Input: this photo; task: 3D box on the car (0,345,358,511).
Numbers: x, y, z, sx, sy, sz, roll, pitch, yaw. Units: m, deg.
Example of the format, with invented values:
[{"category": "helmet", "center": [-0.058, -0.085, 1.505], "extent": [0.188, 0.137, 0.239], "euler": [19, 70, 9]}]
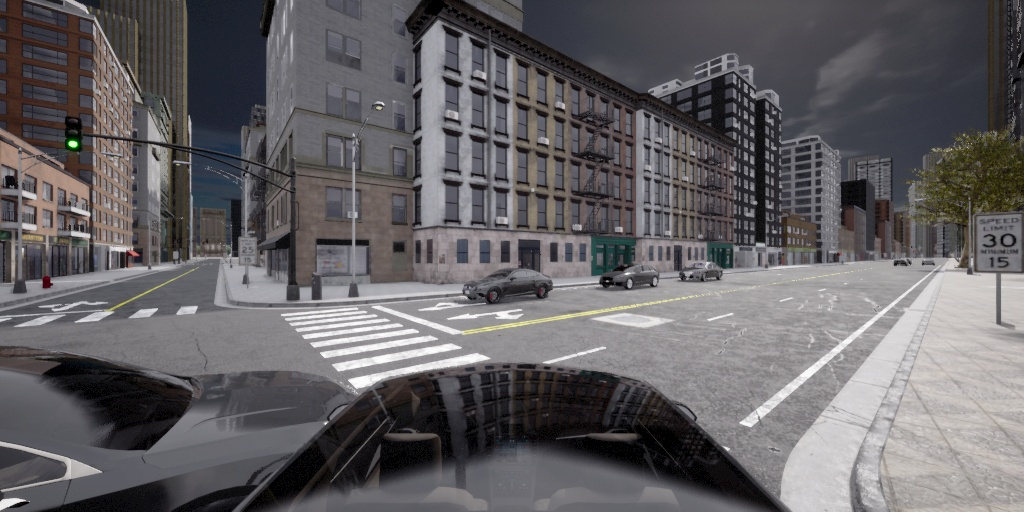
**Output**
[{"category": "car", "center": [-3.227, 1.257, 1.739], "extent": [4.892, 1.490, 1.837], "euler": [0, 0, -35]}]

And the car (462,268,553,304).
[{"category": "car", "center": [-0.087, 1.286, 16.720], "extent": [4.674, 1.442, 1.812], "euler": [0, 0, -39]}]

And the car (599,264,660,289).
[{"category": "car", "center": [7.586, 1.258, 22.968], "extent": [4.892, 1.490, 1.837], "euler": [0, 0, -39]}]

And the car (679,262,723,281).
[{"category": "car", "center": [15.576, 1.236, 29.462], "extent": [4.902, 1.511, 2.128], "euler": [0, 0, -39]}]
